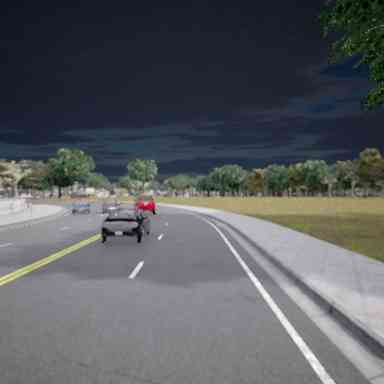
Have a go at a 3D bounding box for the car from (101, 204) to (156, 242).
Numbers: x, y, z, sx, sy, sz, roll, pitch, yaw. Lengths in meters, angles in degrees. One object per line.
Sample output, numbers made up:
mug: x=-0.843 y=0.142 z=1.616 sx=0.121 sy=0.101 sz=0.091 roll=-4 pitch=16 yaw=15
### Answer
car: x=-3.181 y=1.563 z=16.673 sx=2.128 sy=1.511 sz=4.902 roll=0 pitch=0 yaw=-1

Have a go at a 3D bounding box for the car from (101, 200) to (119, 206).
car: x=-8.896 y=1.637 z=36.784 sx=2.128 sy=1.511 sz=4.902 roll=0 pitch=0 yaw=-13

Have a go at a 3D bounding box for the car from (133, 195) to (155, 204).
car: x=-5.301 y=1.356 z=36.693 sx=2.150 sy=2.045 sz=5.566 roll=0 pitch=0 yaw=-12

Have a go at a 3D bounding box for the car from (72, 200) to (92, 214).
car: x=-12.368 y=1.683 z=37.421 sx=1.812 sy=1.442 sz=4.674 roll=0 pitch=0 yaw=-15

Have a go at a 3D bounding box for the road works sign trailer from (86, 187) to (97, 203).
road works sign trailer: x=-24.573 y=0.695 z=79.964 sx=2.880 sy=3.560 sz=2.380 roll=0 pitch=0 yaw=43
